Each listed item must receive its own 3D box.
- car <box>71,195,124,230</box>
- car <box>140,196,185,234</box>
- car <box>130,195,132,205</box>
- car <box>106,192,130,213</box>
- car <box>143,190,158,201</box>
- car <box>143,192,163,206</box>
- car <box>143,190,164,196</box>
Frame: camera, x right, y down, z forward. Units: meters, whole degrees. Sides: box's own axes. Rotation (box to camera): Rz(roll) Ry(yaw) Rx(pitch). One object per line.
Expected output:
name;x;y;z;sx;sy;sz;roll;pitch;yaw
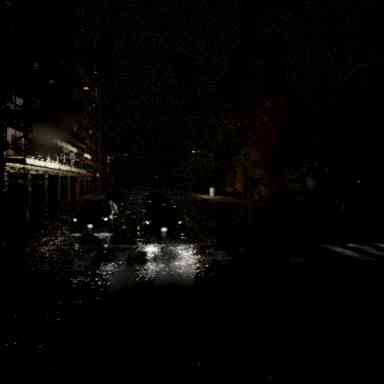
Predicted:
car;-5.004;1.098;17.733;2.033;1.411;5.357;0;1;-8
car;-1.548;1.123;16.535;2.033;1.411;5.357;0;1;-8
car;-7.665;0.703;36.547;1.994;1.385;4.181;0;1;-8
car;-6.381;0.815;27.432;1.882;1.535;5.008;0;1;-8
car;-5.927;0.461;47.675;1.994;1.385;4.181;0;1;-8
car;-4.272;0.719;35.738;1.994;1.385;4.181;0;1;-8
car;-2.888;0.846;25.949;1.882;1.535;5.008;0;1;-8
